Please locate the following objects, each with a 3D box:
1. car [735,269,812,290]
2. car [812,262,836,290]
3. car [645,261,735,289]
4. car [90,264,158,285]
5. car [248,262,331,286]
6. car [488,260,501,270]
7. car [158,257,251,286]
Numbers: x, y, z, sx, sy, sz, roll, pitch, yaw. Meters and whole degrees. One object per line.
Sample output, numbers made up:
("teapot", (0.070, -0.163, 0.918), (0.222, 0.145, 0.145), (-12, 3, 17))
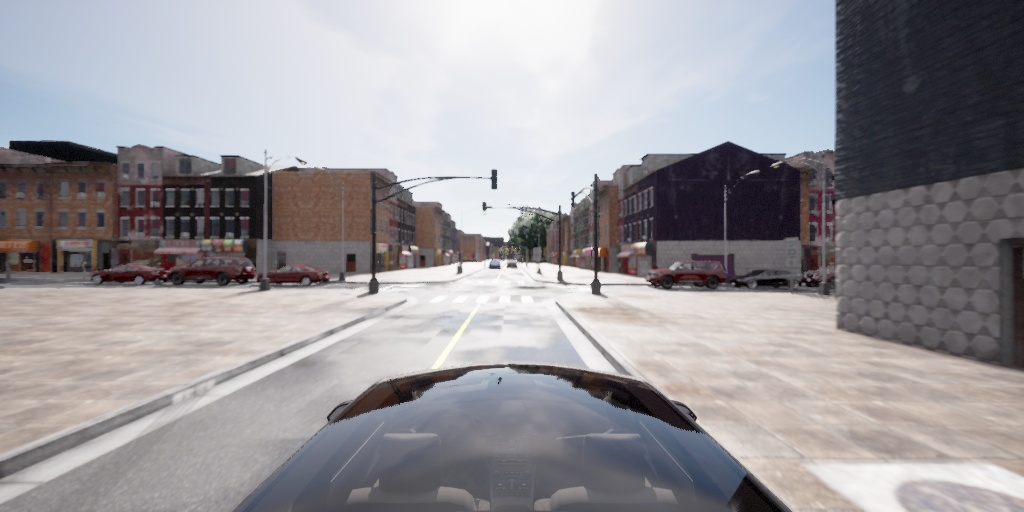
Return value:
("car", (17.131, 1.528, 24.244), (4.313, 1.339, 1.948), (0, 0, 0))
("car", (22.558, 1.320, 24.254), (5.009, 1.841, 2.192), (0, 0, 0))
("car", (11.704, 1.235, 24.234), (5.009, 1.841, 2.192), (0, 0, 0))
("car", (-25.571, 1.195, 24.166), (4.507, 1.381, 1.888), (0, 0, 0))
("car", (-14.704, 1.270, 24.186), (4.507, 1.381, 1.888), (0, 0, 0))
("car", (-2.804, 1.434, 59.054), (1.882, 1.535, 5.008), (0, 0, 1))
("car", (-20.138, 1.002, 24.176), (5.009, 1.841, 2.192), (0, 0, 0))
